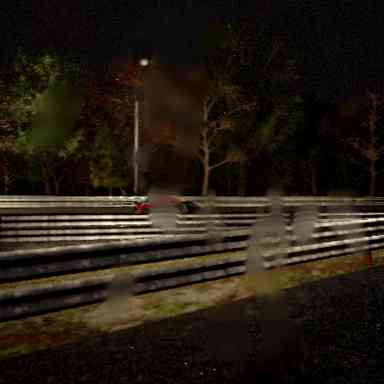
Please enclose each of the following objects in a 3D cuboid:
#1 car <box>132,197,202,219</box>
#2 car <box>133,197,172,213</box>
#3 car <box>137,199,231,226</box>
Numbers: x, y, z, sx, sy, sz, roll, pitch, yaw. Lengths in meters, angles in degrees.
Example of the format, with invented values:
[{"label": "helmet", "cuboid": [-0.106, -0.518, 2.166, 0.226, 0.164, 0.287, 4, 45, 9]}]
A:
[{"label": "car", "cuboid": [-1.928, 1.145, 24.688, 4.902, 1.511, 2.128, 0, 1, -14]}, {"label": "car", "cuboid": [-1.095, 1.203, 21.290, 5.008, 1.535, 1.882, 0, 1, -14]}, {"label": "car", "cuboid": [-0.291, 1.302, 17.884, 4.892, 1.490, 1.837, 0, 1, -14]}]
